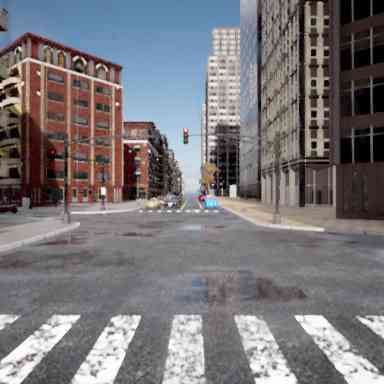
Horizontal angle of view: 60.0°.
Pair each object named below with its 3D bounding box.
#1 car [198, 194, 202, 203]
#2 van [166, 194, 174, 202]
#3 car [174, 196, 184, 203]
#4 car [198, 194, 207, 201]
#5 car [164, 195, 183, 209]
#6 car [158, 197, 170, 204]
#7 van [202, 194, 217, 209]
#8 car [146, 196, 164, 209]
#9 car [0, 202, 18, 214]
[{"bbox_3d":[2.594,1.595,68.376,1.887,1.381,4.507,0,0,0],"label":"car"},{"bbox_3d":[-5.281,1.416,79.483,1.690,1.788,3.998,0,0,0],"label":"van"},{"bbox_3d":[-2.724,1.577,69.004,1.812,1.442,4.674,0,0,0],"label":"car"},{"bbox_3d":[2.599,1.405,85.035,2.192,1.841,5.009,0,0,0],"label":"car"},{"bbox_3d":[-2.794,1.503,46.358,2.128,1.511,4.902,0,0,2],"label":"car"},{"bbox_3d":[-5.288,1.604,62.827,1.947,1.339,4.313,0,0,0],"label":"car"},{"bbox_3d":[2.587,1.353,46.167,1.690,1.788,3.998,0,0,0],"label":"van"},{"bbox_3d":[-5.294,1.537,46.000,1.752,1.417,4.829,0,0,0],"label":"car"},{"bbox_3d":[-21.131,1.763,36.848,4.718,1.301,1.895,-1,-1,41],"label":"car"}]
